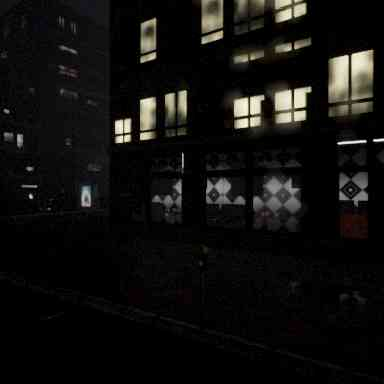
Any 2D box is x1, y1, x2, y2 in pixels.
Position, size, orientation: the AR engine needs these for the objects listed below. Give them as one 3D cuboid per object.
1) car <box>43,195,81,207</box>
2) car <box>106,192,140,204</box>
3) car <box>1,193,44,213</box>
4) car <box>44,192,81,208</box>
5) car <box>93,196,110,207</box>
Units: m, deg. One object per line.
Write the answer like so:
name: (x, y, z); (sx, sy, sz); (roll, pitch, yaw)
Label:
car: (-16.722, 1.065, 42.944); (1.802, 1.307, 4.206); (2, 2, 35)
car: (-9.912, 0.838, 48.184); (1.837, 1.490, 4.892); (0, 1, 35)
car: (-16.163, 1.021, 29.096); (2.192, 1.841, 5.009); (1, 2, 35)
car: (-15.653, 0.874, 39.973); (2.097, 1.767, 4.553); (0, 1, 35)
car: (-9.814, 1.065, 38.199); (1.947, 1.339, 4.313); (1, 2, 35)
